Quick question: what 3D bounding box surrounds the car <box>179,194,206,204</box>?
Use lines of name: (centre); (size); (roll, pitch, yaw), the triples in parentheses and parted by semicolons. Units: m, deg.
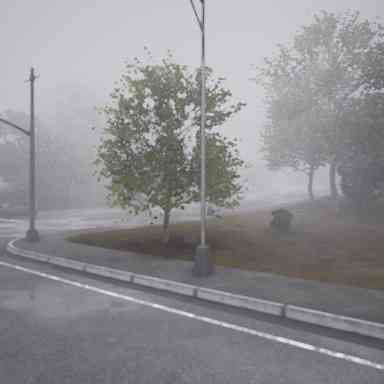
car: (0.094, 0.806, 48.326); (1.837, 1.490, 4.892); (0, 3, 38)

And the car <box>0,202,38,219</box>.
car: (-15.551, 1.548, 28.601); (1.994, 1.385, 4.181); (0, 0, 38)
